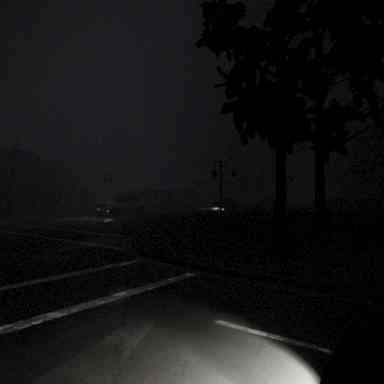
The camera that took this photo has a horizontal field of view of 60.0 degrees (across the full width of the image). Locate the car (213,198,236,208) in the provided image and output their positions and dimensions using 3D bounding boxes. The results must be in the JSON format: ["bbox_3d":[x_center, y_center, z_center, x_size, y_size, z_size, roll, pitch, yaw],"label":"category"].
[{"bbox_3d":[4.782,1.565,48.447,1.994,1.385,4.181,0,0,34],"label":"car"}]

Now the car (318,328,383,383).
[{"bbox_3d":[2.887,1.564,1.913,4.181,1.385,1.994,0,0,36],"label":"car"}]

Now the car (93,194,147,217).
[{"bbox_3d":[-6.715,1.222,31.644,2.150,2.045,5.566,0,0,34],"label":"car"}]

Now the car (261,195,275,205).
[{"bbox_3d":[13.853,1.347,60.774,2.097,1.767,4.553,0,0,7],"label":"car"}]
